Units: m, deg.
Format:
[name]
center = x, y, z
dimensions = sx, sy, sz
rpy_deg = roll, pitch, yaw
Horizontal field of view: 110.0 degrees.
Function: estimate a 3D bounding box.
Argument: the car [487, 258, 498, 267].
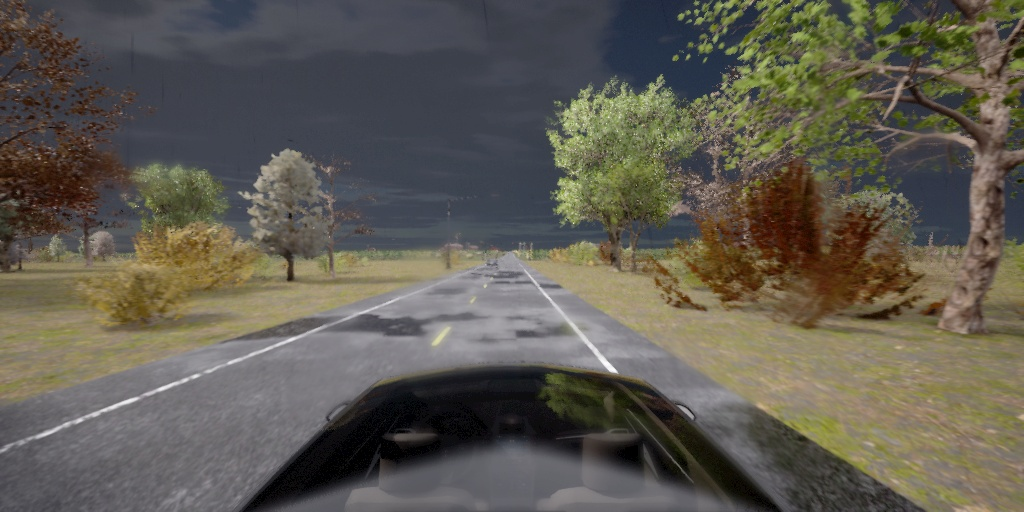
[car]
center = -3.519, 1.137, 64.488
dimensions = 2.128, 1.511, 4.902
rpy_deg = 0, 0, 0
